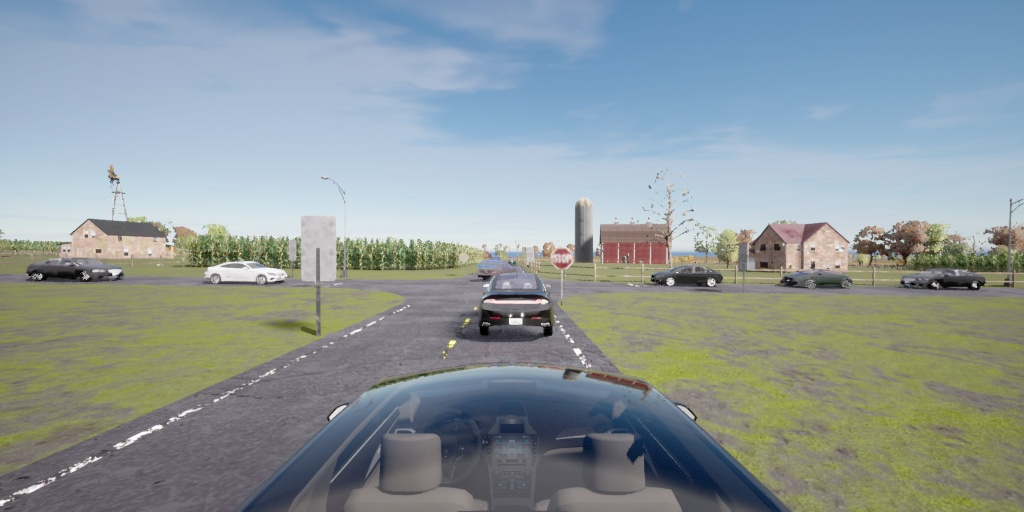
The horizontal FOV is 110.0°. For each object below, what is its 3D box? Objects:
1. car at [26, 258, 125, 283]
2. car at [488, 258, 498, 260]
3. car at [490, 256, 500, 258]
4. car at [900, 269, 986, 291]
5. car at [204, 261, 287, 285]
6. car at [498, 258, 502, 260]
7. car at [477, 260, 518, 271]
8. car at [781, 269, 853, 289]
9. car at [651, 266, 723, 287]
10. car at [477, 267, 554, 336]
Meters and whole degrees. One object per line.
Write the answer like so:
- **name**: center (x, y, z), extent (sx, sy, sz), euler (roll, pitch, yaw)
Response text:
- **car**: center (-28.040, 0.872, 23.138), extent (4.902, 1.511, 2.128), euler (1, 1, 0)
- **car**: center (-2.814, 1.248, 39.878), extent (1.882, 1.535, 5.008), euler (0, 0, -1)
- **car**: center (-2.810, 1.020, 60.315), extent (2.150, 2.045, 5.566), euler (0, 0, 0)
- **car**: center (31.477, 1.686, 26.283), extent (4.902, 1.511, 2.128), euler (1, 1, 0)
- **car**: center (-17.136, 1.068, 23.172), extent (4.674, 1.442, 1.812), euler (1, 1, 0)
- **car**: center (-2.826, 1.330, 49.824), extent (2.033, 1.411, 5.357), euler (0, 0, 0)
- **car**: center (-0.939, 1.310, 30.614), extent (2.033, 1.411, 5.357), euler (0, 0, 27)
- **car**: center (22.233, 1.635, 26.257), extent (4.181, 1.385, 1.994), euler (1, 1, 0)
- **car**: center (12.737, 1.445, 26.273), extent (4.892, 1.490, 1.837), euler (1, 1, 1)
- **car**: center (0.142, 1.242, 10.388), extent (2.128, 1.511, 4.902), euler (0, 0, 1)
